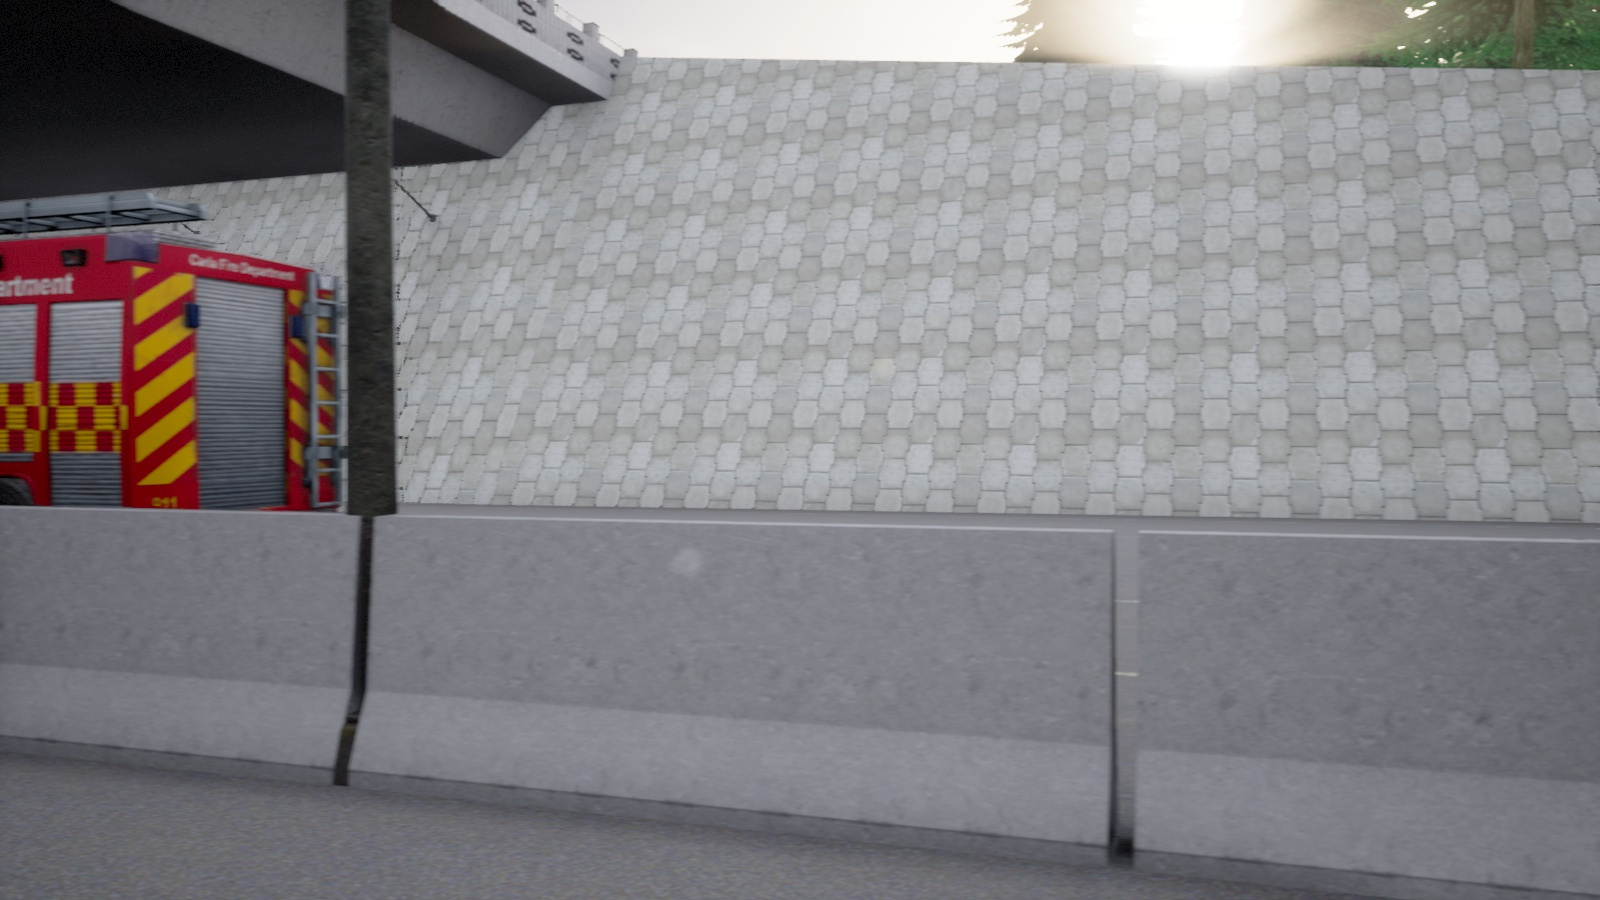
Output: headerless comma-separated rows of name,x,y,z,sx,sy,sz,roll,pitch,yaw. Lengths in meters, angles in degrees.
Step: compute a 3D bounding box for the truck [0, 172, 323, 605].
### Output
truck,-9.747,-0.597,13.840,8.468,3.827,2.891,1,1,19
